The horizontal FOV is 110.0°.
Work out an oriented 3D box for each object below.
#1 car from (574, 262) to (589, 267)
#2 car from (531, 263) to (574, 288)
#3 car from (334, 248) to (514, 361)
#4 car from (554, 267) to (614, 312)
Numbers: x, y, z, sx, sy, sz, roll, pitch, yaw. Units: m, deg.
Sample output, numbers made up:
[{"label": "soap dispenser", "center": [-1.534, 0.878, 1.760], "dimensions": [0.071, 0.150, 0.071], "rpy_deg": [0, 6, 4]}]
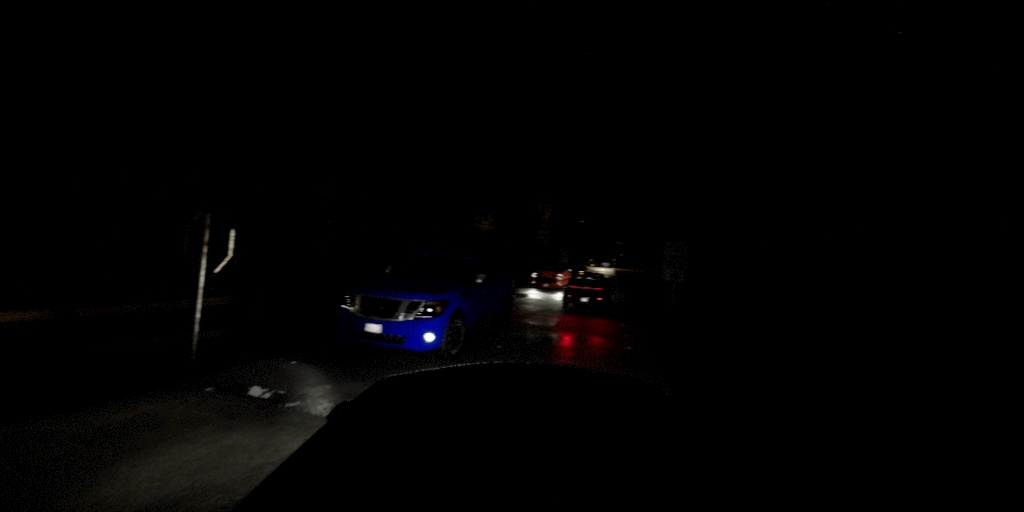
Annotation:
[{"label": "car", "center": [7.910, 1.712, 43.254], "dimensions": [1.837, 1.490, 4.892], "rpy_deg": [4, 0, 15]}, {"label": "car", "center": [2.706, 1.261, 24.247], "dimensions": [2.097, 1.767, 4.553], "rpy_deg": [4, 0, 15]}, {"label": "car", "center": [-1.524, 0.858, 8.576], "dimensions": [2.150, 2.045, 5.566], "rpy_deg": [4, 1, 16]}, {"label": "car", "center": [3.379, 1.469, 15.853], "dimensions": [2.128, 1.511, 4.902], "rpy_deg": [4, 0, 15]}]
